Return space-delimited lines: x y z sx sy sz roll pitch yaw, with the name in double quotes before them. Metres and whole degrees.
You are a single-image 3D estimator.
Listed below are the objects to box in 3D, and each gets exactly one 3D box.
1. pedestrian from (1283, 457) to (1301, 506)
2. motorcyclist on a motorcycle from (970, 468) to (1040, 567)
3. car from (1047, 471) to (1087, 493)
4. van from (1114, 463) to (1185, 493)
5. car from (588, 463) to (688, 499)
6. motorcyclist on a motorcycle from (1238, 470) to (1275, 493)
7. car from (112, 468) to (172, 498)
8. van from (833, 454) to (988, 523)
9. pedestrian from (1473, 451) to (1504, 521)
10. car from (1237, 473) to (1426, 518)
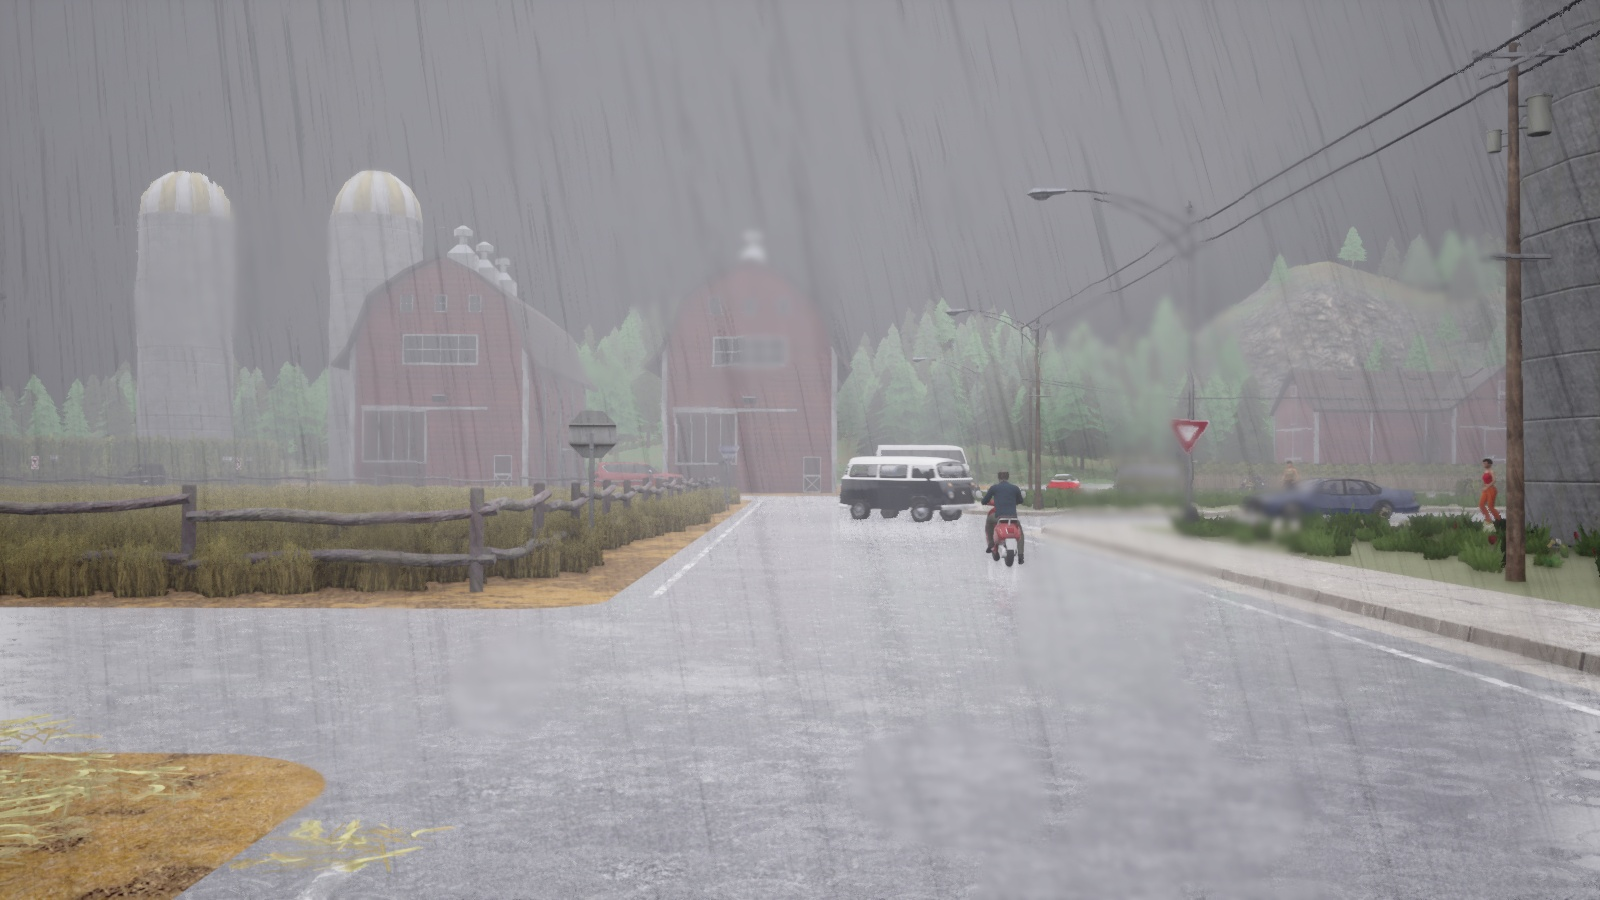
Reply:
"pedestrian" 18.689 1.194 47.693 0.594 1.836 0.345 1 -1 -39
"motorcyclist on a motorcycle" 3.442 1.110 21.231 0.866 1.590 1.817 0 -1 0
"car" 17.759 2.137 83.637 2.207 1.376 1.481 0 0 32
"van" 23.762 1.901 85.461 4.442 1.987 1.775 0 -1 6
"car" -9.502 1.809 73.865 5.566 2.045 2.150 0 -1 0
"motorcyclist on a motorcycle" 30.948 2.153 85.214 2.191 1.530 0.866 0 -1 0
"car" -42.924 2.154 81.891 3.866 1.878 1.905 -1 -1 36
"van" 3.441 1.187 39.624 4.480 2.038 2.069 -1 0 42
"pedestrian" 18.289 0.956 33.360 0.594 1.836 0.345 0 -1 0
"car" 17.462 1.486 41.438 5.357 1.411 2.033 0 -1 -1
